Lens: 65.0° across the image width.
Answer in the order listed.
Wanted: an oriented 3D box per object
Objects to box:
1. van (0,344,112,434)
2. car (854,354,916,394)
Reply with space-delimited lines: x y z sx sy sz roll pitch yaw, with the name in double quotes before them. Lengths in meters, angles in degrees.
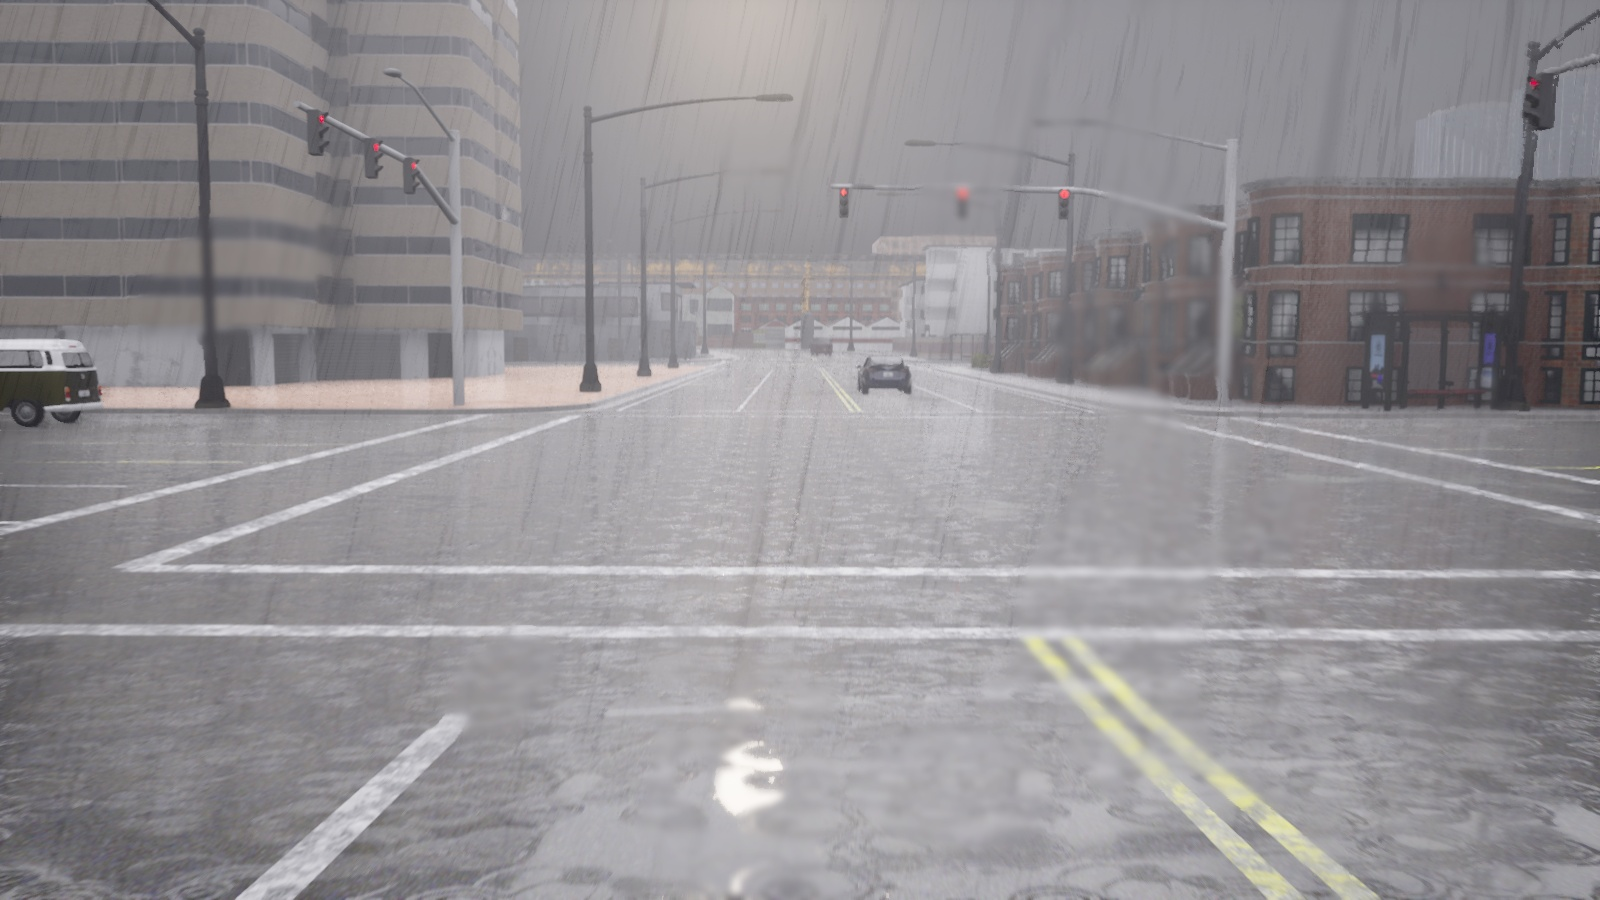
"van" -19.136 -1.468 29.723 4.480 2.038 2.069 0 5 0
"car" 3.359 -3.118 50.733 2.163 1.488 4.792 0 5 0
